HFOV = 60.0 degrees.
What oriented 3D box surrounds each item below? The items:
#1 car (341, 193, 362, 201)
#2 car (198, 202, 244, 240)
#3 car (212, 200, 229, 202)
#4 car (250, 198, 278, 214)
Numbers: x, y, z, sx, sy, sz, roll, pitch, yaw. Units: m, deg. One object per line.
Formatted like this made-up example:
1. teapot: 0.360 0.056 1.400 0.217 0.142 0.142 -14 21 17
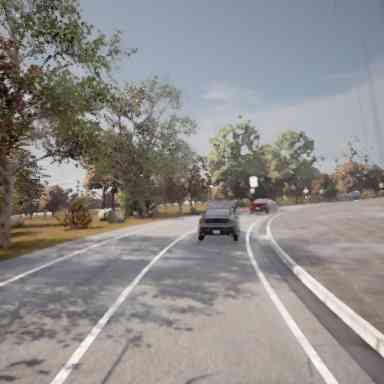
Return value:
1. car: 29.721 0.903 61.968 4.892 1.490 1.837 -3 -3 -32
2. car: 1.502 1.500 17.021 1.837 1.490 4.892 -1 0 10
3. car: 2.617 1.572 32.039 2.128 1.511 4.902 -3 -1 25
4. car: 7.438 1.400 34.192 1.882 1.535 5.008 -3 -1 27
